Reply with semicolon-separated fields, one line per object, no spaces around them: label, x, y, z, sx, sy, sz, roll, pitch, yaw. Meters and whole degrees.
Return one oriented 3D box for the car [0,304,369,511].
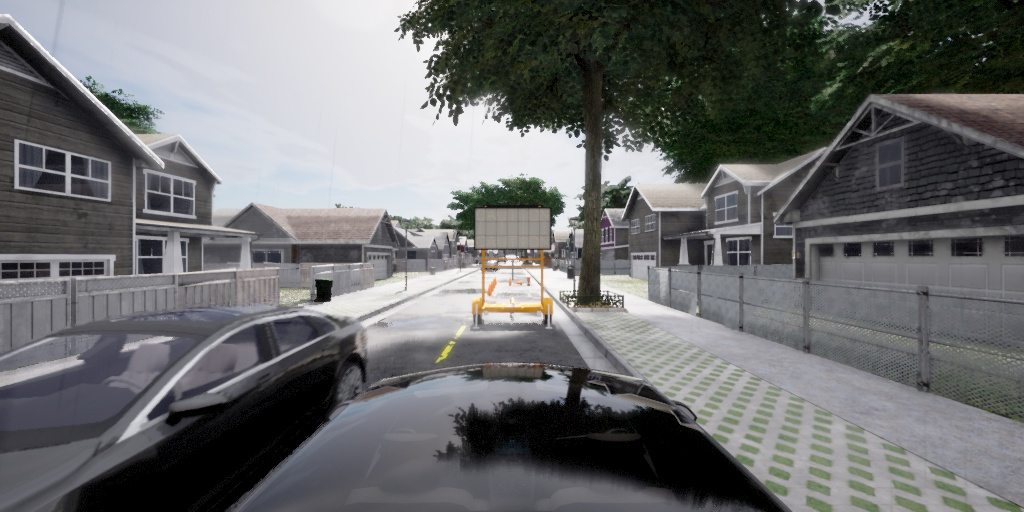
car;-2.852;1.241;2.937;2.128;1.511;4.902;0;0;0

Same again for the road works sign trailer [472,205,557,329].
road works sign trailer;0.023;0.213;11.244;2.380;3.560;2.880;0;0;0

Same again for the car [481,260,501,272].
car;-2.769;1.274;44.753;1.994;1.385;4.181;0;0;0
